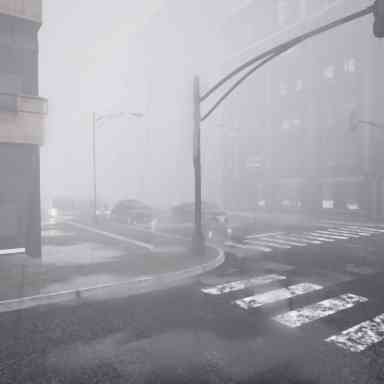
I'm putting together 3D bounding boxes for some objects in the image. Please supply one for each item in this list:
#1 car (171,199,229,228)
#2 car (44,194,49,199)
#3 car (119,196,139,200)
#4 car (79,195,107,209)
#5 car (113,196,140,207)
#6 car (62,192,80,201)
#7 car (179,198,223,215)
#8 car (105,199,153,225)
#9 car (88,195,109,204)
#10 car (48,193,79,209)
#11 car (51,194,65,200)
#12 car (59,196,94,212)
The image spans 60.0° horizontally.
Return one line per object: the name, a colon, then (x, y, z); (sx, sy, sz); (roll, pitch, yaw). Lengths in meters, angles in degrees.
car: (0.408, 1.434, 22.031); (2.128, 1.511, 4.902); (-1, 1, -35)
car: (-34.978, 1.076, 83.343); (1.752, 1.417, 4.829); (-1, 1, -35)
car: (-5.476, 1.374, 30.537); (1.882, 1.535, 5.008); (-1, 1, -35)
car: (-11.477, 1.397, 39.221); (2.033, 1.411, 5.357); (-1, 1, -35)
car: (-9.108, 1.266, 45.962); (1.752, 1.417, 4.829); (-1, 1, -35)
car: (-25.182, 0.936, 69.183); (2.192, 1.841, 5.009); (-1, 1, -35)
car: (0.773, 1.360, 31.866); (1.887, 1.381, 4.507); (-1, 1, -35)
car: (-4.401, 1.509, 24.210); (1.887, 1.381, 4.507); (-1, 1, -35)
car: (-15.576, 1.217, 55.307); (1.752, 1.417, 4.829); (-1, 1, -35)
car: (-15.900, 1.313, 41.051); (1.967, 1.590, 4.097); (-1, 1, -35)
car: (-31.648, 1.125, 78.531); (2.008, 1.369, 4.403); (-1, 1, -35)
car: (-12.666, 1.449, 36.379); (2.008, 1.369, 4.403); (-1, 1, -35)
